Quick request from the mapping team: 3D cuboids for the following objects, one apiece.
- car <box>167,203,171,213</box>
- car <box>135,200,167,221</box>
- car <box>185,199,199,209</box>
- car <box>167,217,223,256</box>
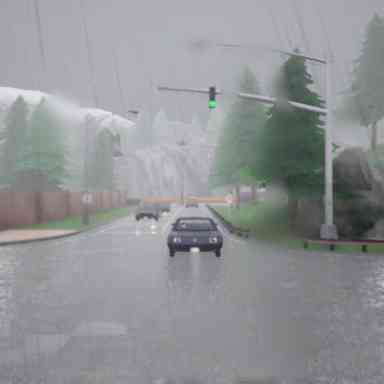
[{"bbox_3d":[-3.559,1.665,38.443,1.994,1.385,4.181,0,0,1],"label":"car"},{"bbox_3d":[-3.578,1.622,28.454,2.033,1.411,5.357,0,0,0],"label":"car"},{"bbox_3d":[0.000,1.676,48.819,2.033,1.411,5.357,0,0,0],"label":"car"},{"bbox_3d":[0.104,1.640,13.304,1.895,1.301,4.718,0,0,0],"label":"car"}]
